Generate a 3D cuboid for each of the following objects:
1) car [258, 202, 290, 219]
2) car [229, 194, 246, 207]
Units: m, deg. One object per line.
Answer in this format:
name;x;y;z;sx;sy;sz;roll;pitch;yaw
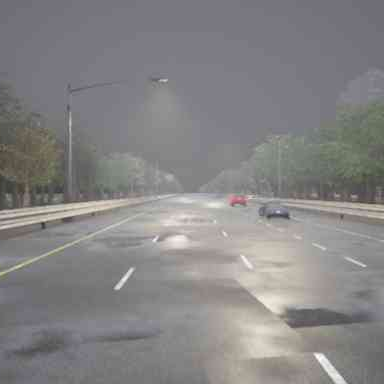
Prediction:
car;7.042;1.582;28.983;1.994;1.385;4.181;0;0;0
car;7.130;1.268;52.294;2.150;2.045;5.566;0;0;0
